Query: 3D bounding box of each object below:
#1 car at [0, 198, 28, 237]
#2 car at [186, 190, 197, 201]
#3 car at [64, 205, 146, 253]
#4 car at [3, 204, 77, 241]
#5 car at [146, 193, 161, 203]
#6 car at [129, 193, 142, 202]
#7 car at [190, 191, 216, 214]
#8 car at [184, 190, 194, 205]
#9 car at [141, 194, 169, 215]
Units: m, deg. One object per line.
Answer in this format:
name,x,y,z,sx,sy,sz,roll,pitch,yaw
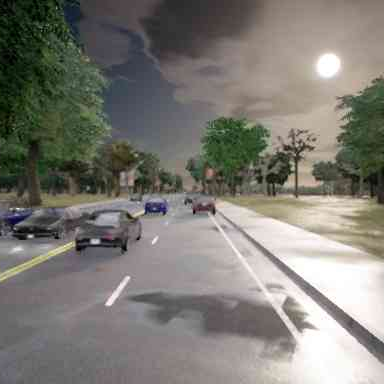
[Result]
car,-9.865,1.217,17.082,2.097,1.767,4.553,0,0,0
car,-0.115,0.708,66.761,2.150,2.045,5.566,0,0,0
car,-3.146,1.423,13.123,1.812,1.442,4.674,0,0,0
car,-6.614,1.420,16.283,2.033,1.411,5.357,0,0,0
car,-6.640,1.031,57.936,2.128,1.511,4.902,0,0,0
car,-9.885,1.037,59.007,1.837,1.490,4.892,0,0,0
car,1.093,1.100,31.301,2.097,1.767,4.553,0,0,0
car,-0.070,0.950,49.676,2.097,1.767,4.553,0,0,0
car,-3.192,1.231,30.746,1.882,1.535,5.008,0,0,0
